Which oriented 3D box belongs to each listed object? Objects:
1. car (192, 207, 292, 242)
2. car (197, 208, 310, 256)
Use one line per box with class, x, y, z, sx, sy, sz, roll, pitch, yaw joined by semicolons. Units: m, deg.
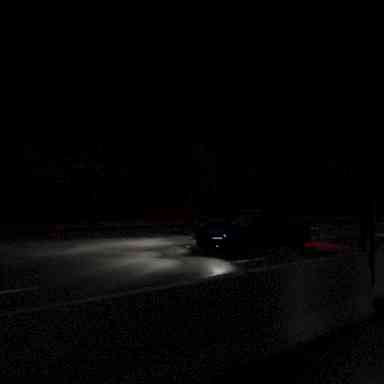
car;2.659;1.591;17.552;4.902;1.511;2.128;1;0;-28
car;2.563;1.557;13.524;5.008;1.535;1.882;1;0;-29
